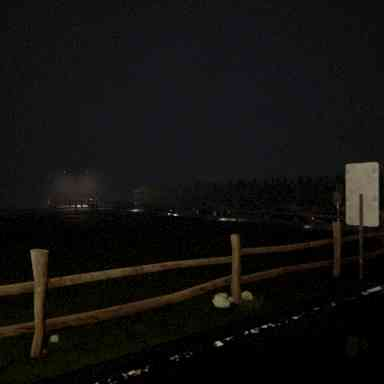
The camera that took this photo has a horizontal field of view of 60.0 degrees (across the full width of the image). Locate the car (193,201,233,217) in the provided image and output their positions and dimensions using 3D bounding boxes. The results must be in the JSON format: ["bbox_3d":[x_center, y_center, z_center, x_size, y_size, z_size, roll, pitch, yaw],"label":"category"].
[{"bbox_3d":[2.047,1.705,33.344,1.837,1.490,4.892,0,0,-35],"label":"car"}]

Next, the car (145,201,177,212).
[{"bbox_3d":[-4.045,1.835,41.889,2.033,1.411,5.357,0,0,-36],"label":"car"}]

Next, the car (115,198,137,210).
[{"bbox_3d":[-10.054,1.730,50.411,2.097,1.767,4.553,0,0,-33],"label":"car"}]

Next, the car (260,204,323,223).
[{"bbox_3d":[7.369,1.651,25.869,1.812,1.442,4.674,0,0,-35],"label":"car"}]

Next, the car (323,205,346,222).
[{"bbox_3d":[11.486,1.646,25.175,1.994,1.385,4.181,0,0,-35],"label":"car"}]
